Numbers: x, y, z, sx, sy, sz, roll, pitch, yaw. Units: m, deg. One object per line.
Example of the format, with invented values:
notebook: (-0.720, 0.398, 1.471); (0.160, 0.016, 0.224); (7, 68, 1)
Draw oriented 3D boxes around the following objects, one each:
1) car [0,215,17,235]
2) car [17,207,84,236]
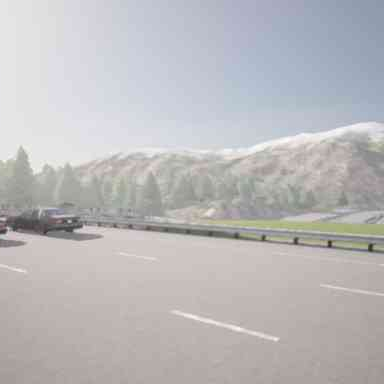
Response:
car: (-11.055, 1.548, 16.220); (5.357, 1.411, 2.033); (0, 0, 36)
car: (-8.341, 1.557, 18.581); (5.357, 1.411, 2.033); (0, 0, 36)
